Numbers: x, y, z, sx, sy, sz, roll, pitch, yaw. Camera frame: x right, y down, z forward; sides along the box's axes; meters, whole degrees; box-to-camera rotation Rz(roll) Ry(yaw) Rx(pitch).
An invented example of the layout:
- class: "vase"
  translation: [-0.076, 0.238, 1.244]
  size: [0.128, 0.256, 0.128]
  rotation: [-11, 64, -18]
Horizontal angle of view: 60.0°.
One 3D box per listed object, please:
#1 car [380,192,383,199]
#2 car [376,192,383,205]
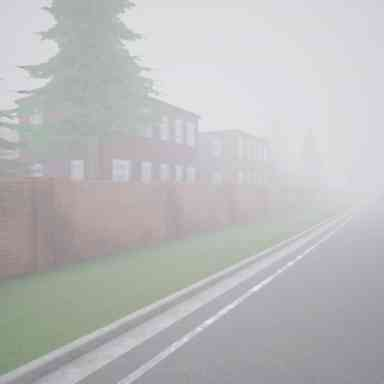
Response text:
- class: "car"
  translation: [42.796, 0.668, 73.422]
  size: [2.033, 1.411, 5.357]
  rotation: [0, 0, 31]
- class: "car"
  translation: [25.976, 1.016, 44.970]
  size: [2.033, 1.411, 5.357]
  rotation: [0, 0, 31]
